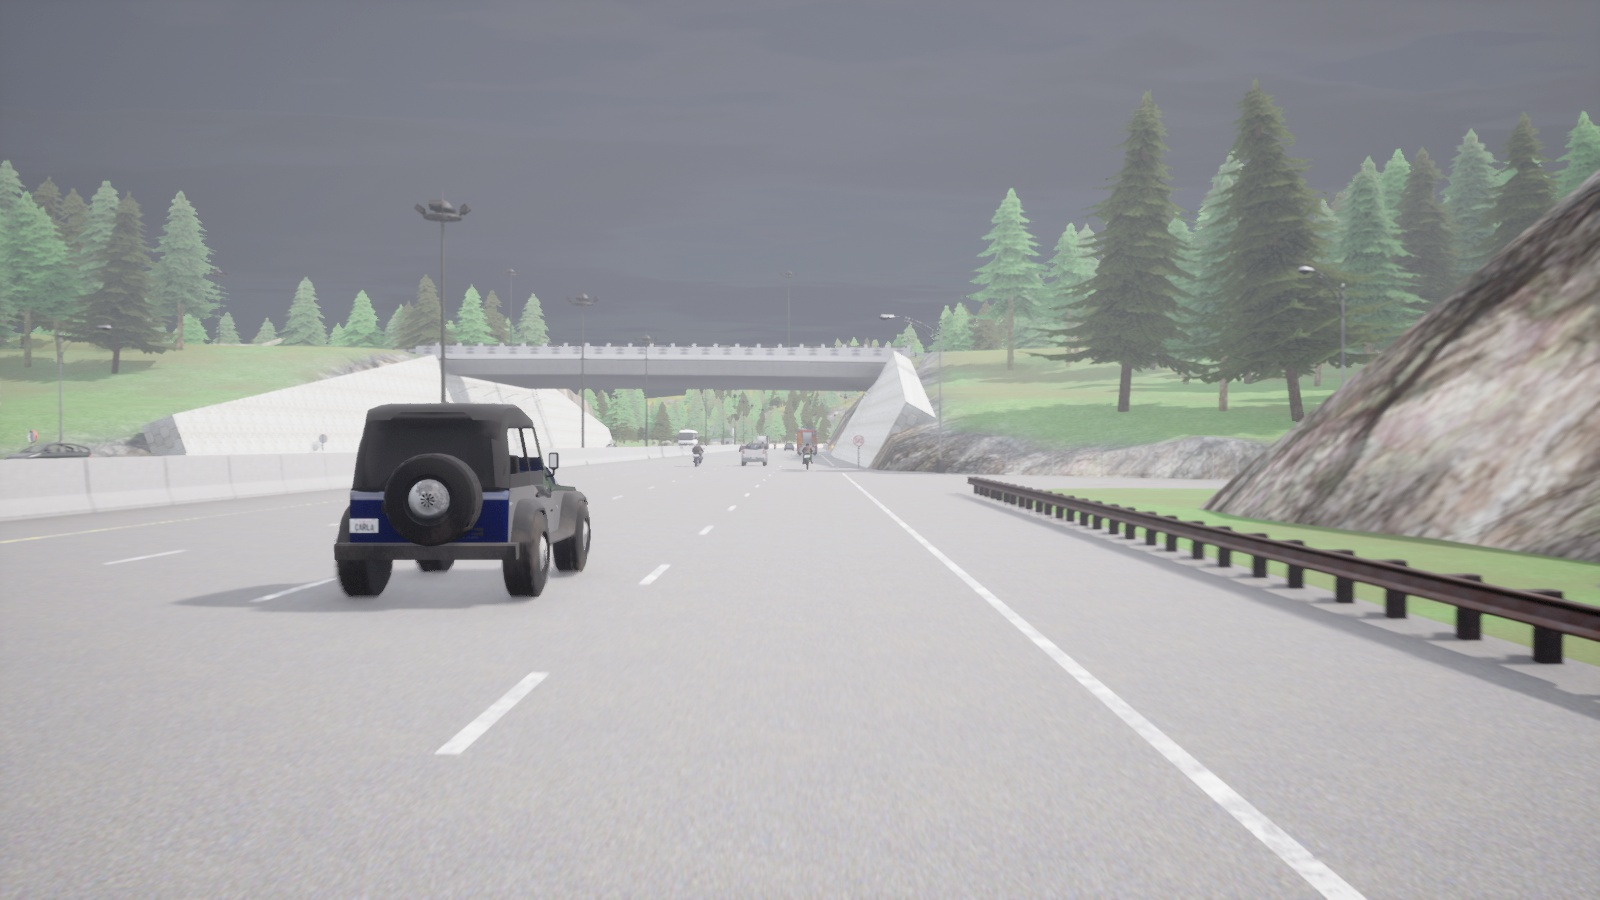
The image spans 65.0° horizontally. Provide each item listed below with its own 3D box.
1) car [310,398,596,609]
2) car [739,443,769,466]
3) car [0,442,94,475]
[{"bbox_3d":[-3.410,0.469,13.132,1.905,1.878,3.866,0,0,0],"label":"car"},{"bbox_3d":[-3.009,0.311,83.392,1.845,1.501,3.633,0,0,0],"label":"car"},{"bbox_3d":[-36.071,0.375,60.004,1.789,1.549,3.705,0,0,24],"label":"car"}]
